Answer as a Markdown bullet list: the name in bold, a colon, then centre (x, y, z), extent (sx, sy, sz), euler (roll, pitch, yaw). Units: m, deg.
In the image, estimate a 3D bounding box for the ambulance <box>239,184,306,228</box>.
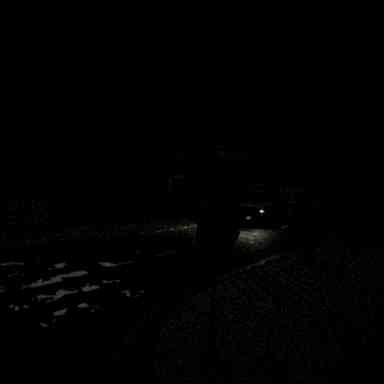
- **ambulance**: centre (5.114, 0.744, 21.193), extent (2.351, 2.431, 6.366), euler (3, 2, 37)
